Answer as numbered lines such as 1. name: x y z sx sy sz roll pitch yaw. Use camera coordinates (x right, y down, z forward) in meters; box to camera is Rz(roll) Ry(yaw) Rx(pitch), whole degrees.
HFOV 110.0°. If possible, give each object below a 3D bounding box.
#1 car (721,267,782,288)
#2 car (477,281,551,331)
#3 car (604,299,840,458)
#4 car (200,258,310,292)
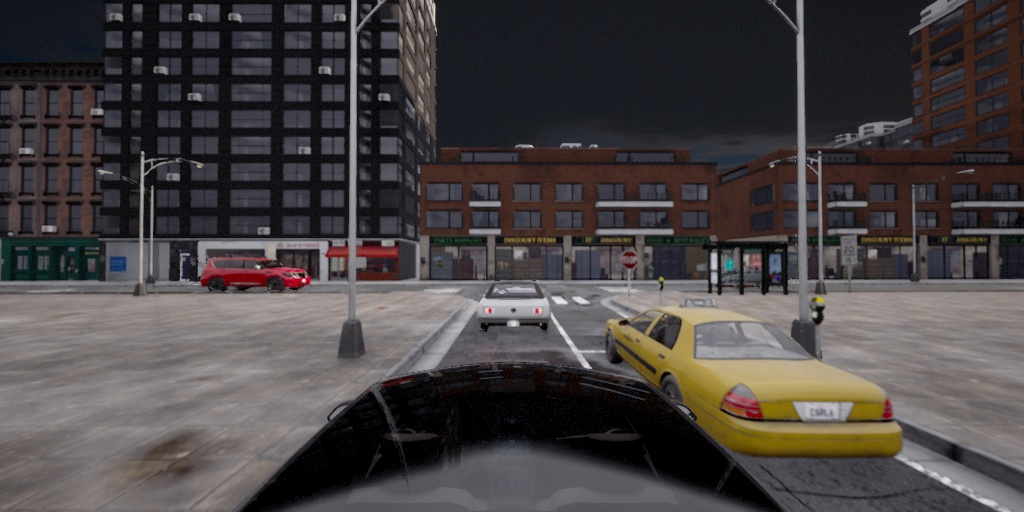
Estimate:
1. car: 15.889 1.441 24.319 4.181 1.385 1.994 0 -1 0
2. car: 0.110 1.415 11.193 1.895 1.301 4.718 0 0 2
3. car: 2.634 1.299 5.356 1.751 1.417 4.829 0 0 0
4. car: -15.111 1.115 21.236 5.566 2.045 2.150 0 -1 0
